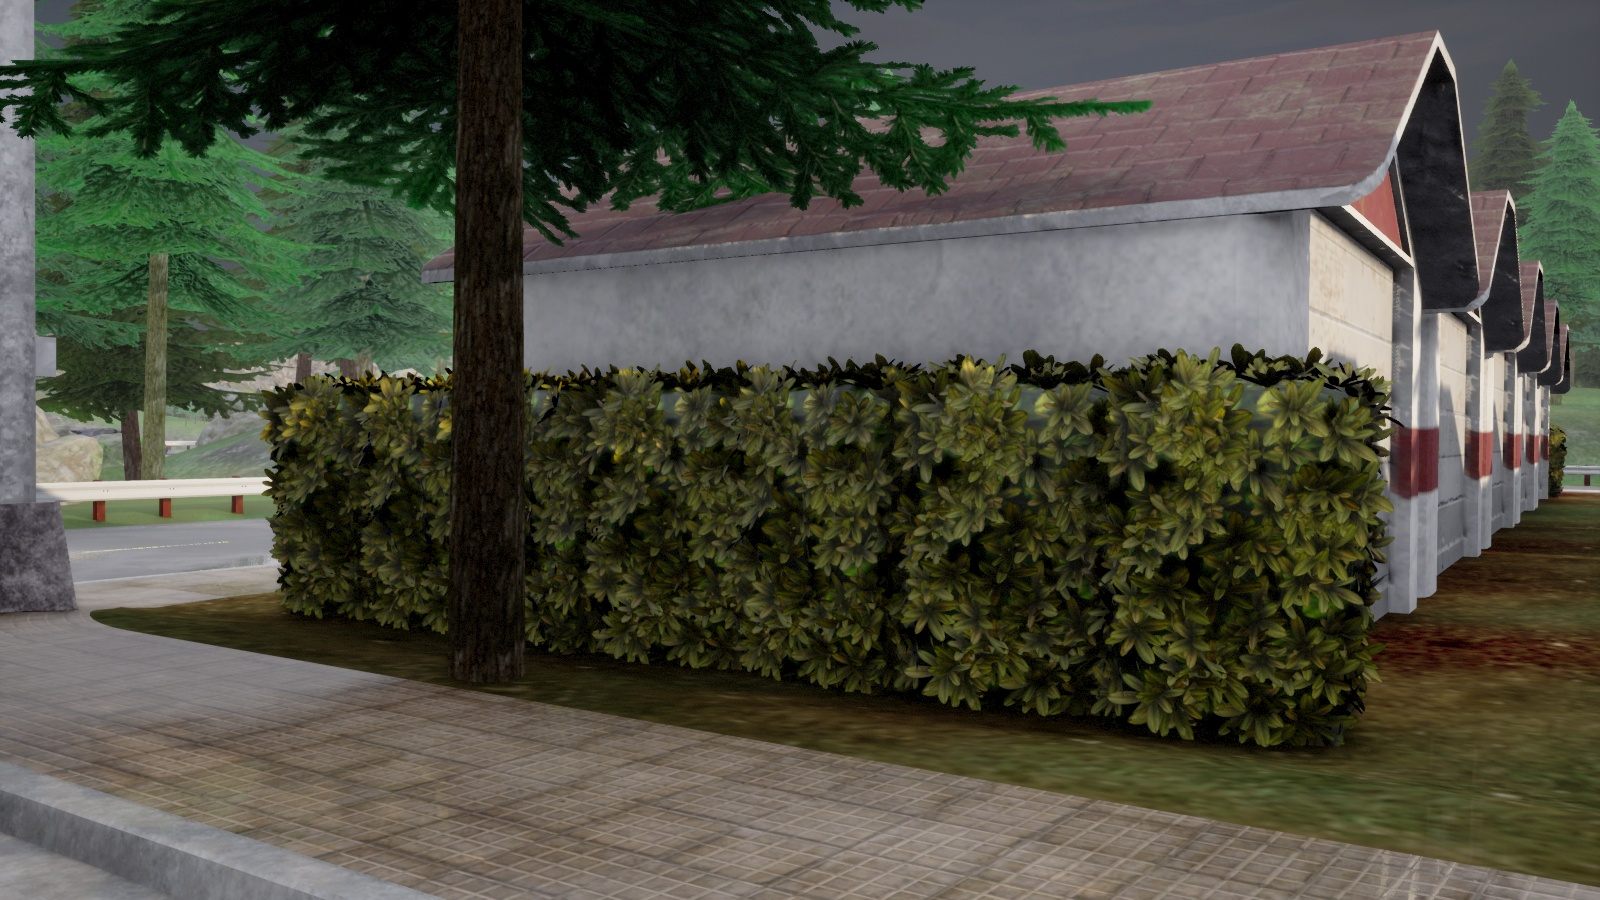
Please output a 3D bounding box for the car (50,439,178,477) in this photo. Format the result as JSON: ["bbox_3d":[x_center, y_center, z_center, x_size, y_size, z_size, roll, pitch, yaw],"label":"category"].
[{"bbox_3d":[-32.184,0.343,59.046,2.033,1.649,4.856,0,1,34],"label":"car"}]
